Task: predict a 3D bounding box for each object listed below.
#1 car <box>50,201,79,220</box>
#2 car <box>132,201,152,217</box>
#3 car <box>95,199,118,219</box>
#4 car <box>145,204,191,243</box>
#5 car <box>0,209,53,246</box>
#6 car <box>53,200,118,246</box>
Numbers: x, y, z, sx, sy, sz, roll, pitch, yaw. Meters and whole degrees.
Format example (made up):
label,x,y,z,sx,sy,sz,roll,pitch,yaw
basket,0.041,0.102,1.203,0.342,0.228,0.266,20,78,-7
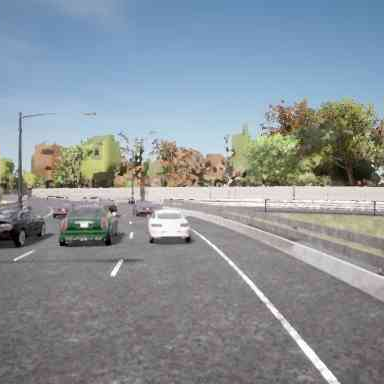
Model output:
label,x,y,z,sx,sy,sz,roll,pitch,yaw
car,-11.359,1.561,29.900,2.033,1.411,5.357,0,0,-16
car,-4.644,1.561,31.876,2.033,1.411,5.357,0,0,-16
car,-8.002,1.483,30.888,1.882,1.535,5.008,0,0,-16
car,-1.180,1.531,16.018,1.812,1.442,4.674,0,0,-8
car,-8.107,1.493,15.015,2.128,1.511,4.902,0,0,-8
car,-4.639,1.364,15.487,2.097,1.767,4.553,0,0,-8
